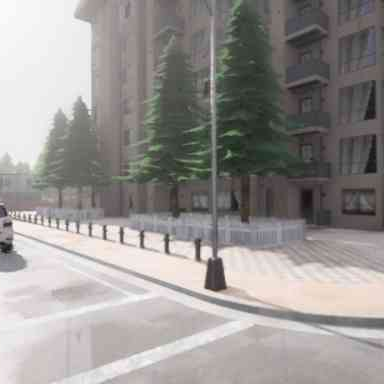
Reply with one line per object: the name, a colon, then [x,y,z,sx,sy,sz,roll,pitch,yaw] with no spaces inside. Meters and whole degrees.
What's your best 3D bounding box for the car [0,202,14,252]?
car: [-9.199,1.437,14.119,2.150,2.045,5.566,0,-1,-40]
